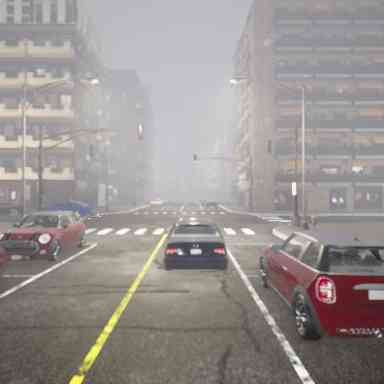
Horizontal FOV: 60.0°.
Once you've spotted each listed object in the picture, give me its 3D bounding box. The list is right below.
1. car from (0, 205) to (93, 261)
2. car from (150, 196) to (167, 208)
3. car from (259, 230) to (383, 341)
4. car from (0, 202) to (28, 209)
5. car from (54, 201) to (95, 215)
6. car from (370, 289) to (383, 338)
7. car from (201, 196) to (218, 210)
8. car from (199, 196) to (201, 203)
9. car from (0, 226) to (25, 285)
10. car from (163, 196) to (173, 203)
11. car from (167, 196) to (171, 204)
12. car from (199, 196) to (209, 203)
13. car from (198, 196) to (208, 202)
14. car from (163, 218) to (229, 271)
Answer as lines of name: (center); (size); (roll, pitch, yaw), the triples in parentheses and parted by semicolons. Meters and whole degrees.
car: (-5.313, 1.453, 12.056); (1.967, 1.590, 4.097); (1, 0, 0)
car: (-5.306, 1.575, 50.099); (1.752, 1.417, 4.829); (1, 0, 0)
car: (2.576, 1.447, 6.530); (1.967, 1.590, 4.097); (1, 0, 0)
car: (-17.624, 1.615, 31.443); (4.313, 1.339, 1.947); (0, -1, 0)
car: (-10.956, 1.506, 28.870); (5.008, 1.535, 1.882); (0, -2, 9)
car: (2.574, 1.583, 0.980); (1.802, 1.307, 4.206); (1, 0, 0)
car: (2.574, 1.596, 44.628); (2.008, 1.369, 4.403); (1, 0, 0)
car: (2.575, 1.496, 55.970); (1.967, 1.590, 4.097); (1, 0, 0)
car: (-5.311, 1.589, 6.507); (1.802, 1.307, 4.206); (1, 0, 0)
car: (-5.307, 1.616, 72.953); (1.887, 1.381, 4.507); (1, 0, 0)
car: (-5.306, 1.586, 61.441); (1.752, 1.417, 4.829); (1, 0, 0)
car: (2.573, 1.616, 72.983); (1.887, 1.381, 4.507); (1, 0, 0)
car: (2.573, 1.627, 78.654); (2.008, 1.369, 4.403); (1, 0, 0)
car: (0.099, 1.559, 10.933); (2.033, 1.411, 5.357); (0, 0, 0)
